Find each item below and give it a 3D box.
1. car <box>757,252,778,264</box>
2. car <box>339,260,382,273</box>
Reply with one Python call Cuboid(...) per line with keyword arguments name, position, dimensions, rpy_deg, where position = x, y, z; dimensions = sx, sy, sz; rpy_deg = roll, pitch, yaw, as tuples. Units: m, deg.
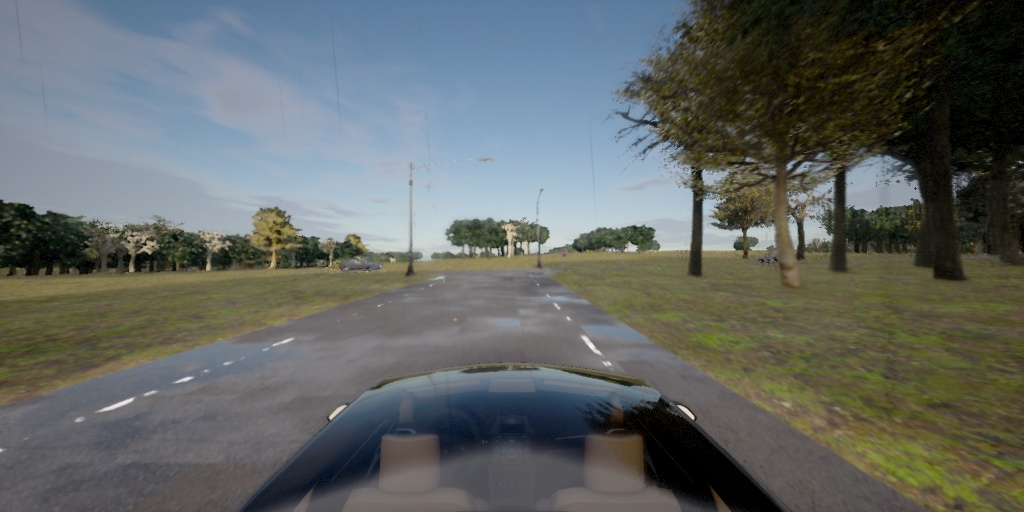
Cuboid(name="car", position=(37.414, 0.201, 50.818), dimensions=(4.553, 1.767, 2.097), rpy_deg=(-1, -2, -1))
Cuboid(name="car", position=(-18.142, 1.234, 43.057), dimensions=(4.902, 1.511, 2.128), rpy_deg=(-1, -2, 0))
